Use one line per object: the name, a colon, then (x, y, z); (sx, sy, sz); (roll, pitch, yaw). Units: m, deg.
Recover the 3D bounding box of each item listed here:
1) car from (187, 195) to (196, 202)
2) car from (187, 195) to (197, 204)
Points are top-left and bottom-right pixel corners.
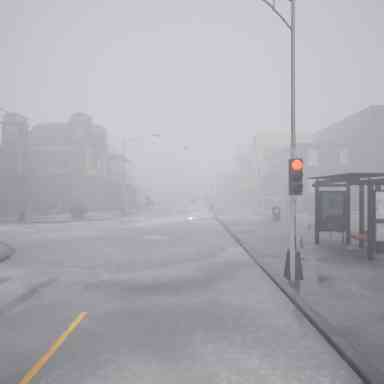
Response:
car: (-0.119, 1.535, 77.283); (1.837, 1.490, 4.892); (0, 0, 0)
car: (0.003, 1.577, 65.467); (2.033, 1.411, 5.357); (0, 0, 0)
